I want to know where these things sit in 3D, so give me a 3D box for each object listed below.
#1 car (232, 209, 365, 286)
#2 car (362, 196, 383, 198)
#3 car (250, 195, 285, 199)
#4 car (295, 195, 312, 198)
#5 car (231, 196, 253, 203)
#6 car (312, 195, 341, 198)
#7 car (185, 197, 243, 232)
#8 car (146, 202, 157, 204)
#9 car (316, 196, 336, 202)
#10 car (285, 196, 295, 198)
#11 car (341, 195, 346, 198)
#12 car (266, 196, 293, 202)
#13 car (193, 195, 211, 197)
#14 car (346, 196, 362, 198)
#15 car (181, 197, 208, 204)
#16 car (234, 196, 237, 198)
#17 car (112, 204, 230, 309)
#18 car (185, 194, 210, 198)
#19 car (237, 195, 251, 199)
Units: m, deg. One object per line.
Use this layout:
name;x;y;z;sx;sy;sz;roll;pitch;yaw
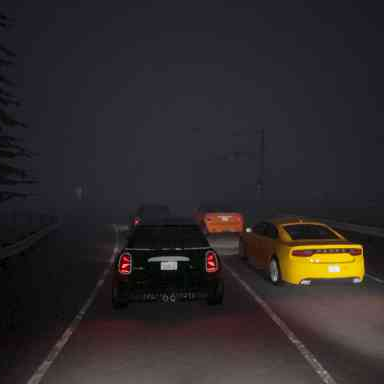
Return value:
car;2.730;1.478;9.482;1.882;1.535;5.008;0;0;-6
car;38.919;1.525;70.241;4.902;1.511;2.128;0;0;-29
car;13.779;1.492;60.551;4.902;1.511;2.128;0;0;-19
car;23.970;1.355;67.643;4.553;1.767;2.097;0;0;-19
car;10.567;1.553;70.461;4.181;1.385;1.994;0;0;-19
car;26.168;1.553;64.694;4.181;1.385;1.994;0;0;-19
car;1.204;1.352;18.368;2.097;1.767;4.553;0;0;-12
car;-2.110;1.352;16.928;2.097;1.767;4.553;0;0;-12
car;31.471;1.553;78.204;4.181;1.385;1.994;0;0;-25
car;22.176;1.525;70.728;4.902;1.511;2.128;0;0;-19
car;34.743;1.524;75.942;4.674;1.442;1.812;0;0;-25
car;19.337;1.540;73.456;5.357;1.411;2.033;0;0;-19
car;3.079;1.601;56.915;4.718;1.301;1.895;0;0;-19
car;36.715;1.524;73.044;4.674;1.442;1.812;0;0;-25
car;0.518;1.601;63.430;4.718;1.301;1.895;0;0;-19
car;9.736;1.354;66.527;4.553;1.767;2.097;0;0;-18
car;-0.630;1.352;8.121;2.097;1.767;4.553;0;0;-6
car;1.340;1.505;60.018;4.892;1.490;1.837;0;0;-19
car;11.606;1.352;63.494;4.553;1.767;2.097;0;0;-19
